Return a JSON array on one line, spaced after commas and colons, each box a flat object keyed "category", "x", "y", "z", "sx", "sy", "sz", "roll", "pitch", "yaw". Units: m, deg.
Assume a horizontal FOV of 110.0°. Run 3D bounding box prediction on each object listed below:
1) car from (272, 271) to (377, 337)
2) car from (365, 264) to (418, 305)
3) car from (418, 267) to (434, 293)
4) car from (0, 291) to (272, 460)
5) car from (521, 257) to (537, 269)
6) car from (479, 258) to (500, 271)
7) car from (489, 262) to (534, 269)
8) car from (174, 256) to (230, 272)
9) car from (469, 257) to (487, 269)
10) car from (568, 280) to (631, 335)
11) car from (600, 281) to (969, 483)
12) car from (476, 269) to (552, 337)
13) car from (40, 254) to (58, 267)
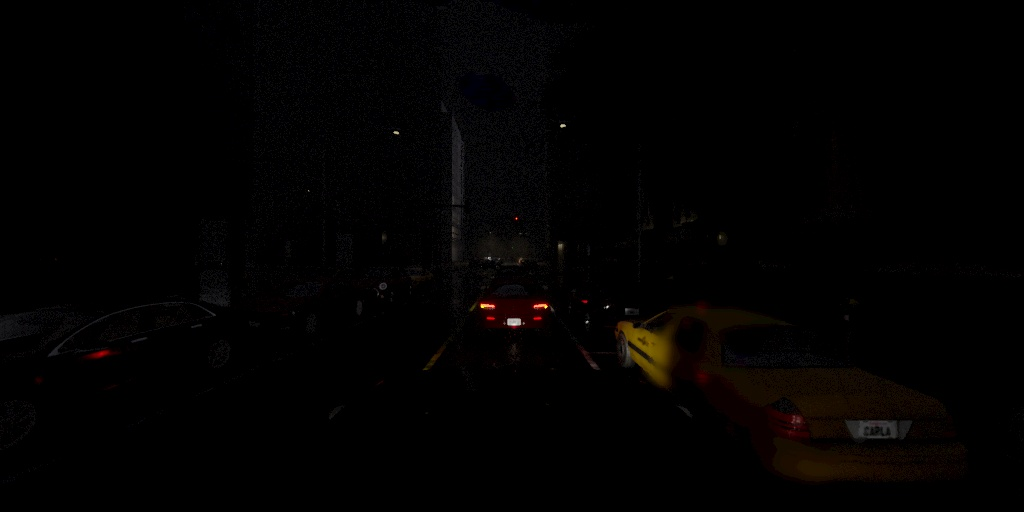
[{"category": "car", "x": -5.771, "y": 1.295, "z": 10.290, "sx": 1.888, "sy": 1.381, "sz": 4.507, "roll": 0, "pitch": 0, "yaw": 0}, {"category": "car", "x": -5.776, "y": 1.190, "z": 15.747, "sx": 1.967, "sy": 1.591, "sz": 4.097, "roll": 0, "pitch": 0, "yaw": 0}, {"category": "car", "x": -5.782, "y": 1.277, "z": 21.034, "sx": 1.751, "sy": 1.417, "sz": 4.829, "roll": 0, "pitch": 0, "yaw": 0}, {"category": "car", "x": -5.764, "y": 1.300, "z": 4.833, "sx": 2.007, "sy": 1.370, "sz": 4.403, "roll": 0, "pitch": 0, "yaw": 0}, {"category": "car", "x": 2.708, "y": 1.202, "z": 53.183, "sx": 1.967, "sy": 1.591, "sz": 4.097, "roll": 0, "pitch": 0, "yaw": 0}, {"category": "car", "x": -3.149, "y": 1.308, "z": 51.237, "sx": 2.033, "sy": 1.411, "sz": 5.357, "roll": 0, "pitch": 0, "yaw": 0}, {"category": "car", "x": 0.000, "y": 1.256, "z": 19.002, "sx": 1.837, "sy": 1.490, "sz": 4.892, "roll": 0, "pitch": 0, "yaw": 0}, {"category": "car", "x": -27.787, "y": 0.729, "z": 32.622, "sx": 4.902, "sy": 1.511, "sz": 2.128, "roll": 1, "pitch": 0, "yaw": 0}, {"category": "car", "x": -5.823, "y": 1.079, "z": 58.612, "sx": 2.192, "sy": 1.841, "sz": 5.009, "roll": 0, "pitch": 0, "yaw": 0}, {"category": "car", "x": 2.755, "y": 1.316, "z": 10.302, "sx": 1.948, "sy": 1.339, "sz": 4.313, "roll": 0, "pitch": 0, "yaw": 0}, {"category": "car", "x": 2.760, "y": 1.275, "z": 5.015, "sx": 1.751, "sy": 1.417, "sz": 4.829, "roll": 0, "pitch": 0, "yaw": 0}, {"category": "car", "x": 0.061, "y": 1.276, "z": 10.135, "sx": 1.812, "sy": 1.442, "sz": 4.674, "roll": 0, "pitch": 0, "yaw": 0}, {"category": "car", "x": -48.225, "y": 0.416, "z": 35.712, "sx": 4.181, "sy": 1.385, "sz": 1.994, "roll": 1, "pitch": 0, "yaw": 0}]
